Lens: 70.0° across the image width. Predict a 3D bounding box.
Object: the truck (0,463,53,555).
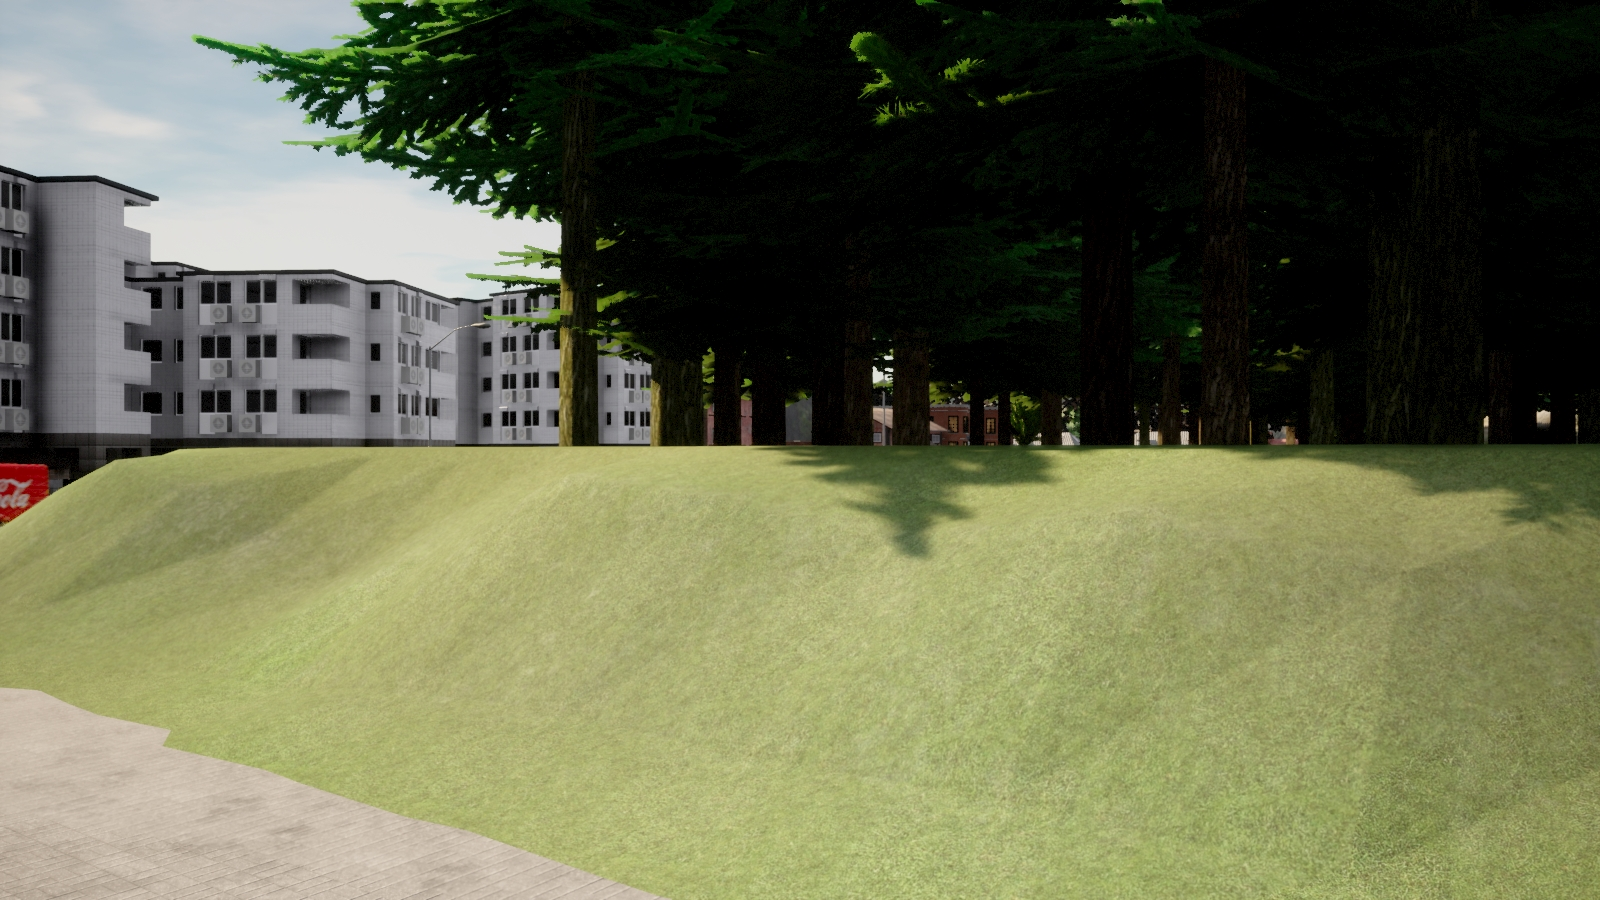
[{"bbox_3d":[-23.447,1.578,30.535,2.627,2.467,5.204,0,-1,35],"label":"truck"}]
